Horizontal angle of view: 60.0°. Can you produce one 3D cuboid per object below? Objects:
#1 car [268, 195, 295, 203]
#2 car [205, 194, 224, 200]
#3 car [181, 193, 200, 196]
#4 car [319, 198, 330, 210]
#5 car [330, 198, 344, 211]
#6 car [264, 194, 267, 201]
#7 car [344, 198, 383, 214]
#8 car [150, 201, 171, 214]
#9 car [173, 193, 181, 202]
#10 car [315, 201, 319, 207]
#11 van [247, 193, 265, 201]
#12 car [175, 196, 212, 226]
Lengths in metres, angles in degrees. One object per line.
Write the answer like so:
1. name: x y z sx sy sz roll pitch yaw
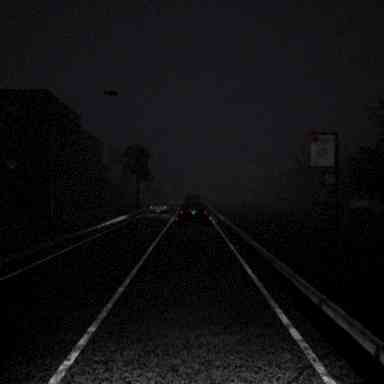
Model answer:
1. car: 18.743 1.347 68.305 4.553 1.767 2.185 0 0 0
2. car: 6.073 1.629 92.814 5.366 1.575 1.946 0 -1 0
3. car: 0.092 1.235 40.382 2.150 2.045 5.566 0 0 0
4. car: 18.692 1.465 40.693 4.892 1.521 2.231 0 0 0
5. car: 18.701 1.463 37.420 5.008 1.535 2.097 0 0 0
6. car: 18.672 1.516 71.475 4.674 1.452 2.002 0 0 0
7. car: 18.691 1.502 34.271 4.674 1.452 2.002 0 0 0
8. car: -3.353 1.609 35.383 1.895 1.301 4.718 0 0 0
9. car: -3.270 1.200 77.382 2.150 2.045 5.566 0 0 0
10. car: 18.696 1.505 43.969 4.674 1.452 2.002 0 0 0
11. van: 18.414 1.400 92.272 4.442 1.987 1.878 0 -1 0
12. car: 0.095 1.354 23.465 2.097 1.767 4.553 0 0 0
